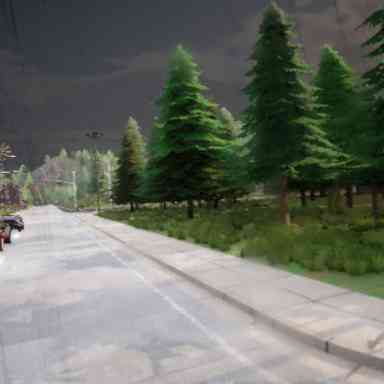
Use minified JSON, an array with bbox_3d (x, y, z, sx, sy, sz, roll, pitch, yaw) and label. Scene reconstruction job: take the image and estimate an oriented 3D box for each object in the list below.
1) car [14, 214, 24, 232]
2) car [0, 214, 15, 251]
[{"bbox_3d":[-15.409,2.617,28.292,2.033,1.411,5.357,-3,0,-23],"label":"car"},{"bbox_3d":[-10.793,2.218,17.516,1.882,1.535,5.008,-3,-1,-23],"label":"car"}]
